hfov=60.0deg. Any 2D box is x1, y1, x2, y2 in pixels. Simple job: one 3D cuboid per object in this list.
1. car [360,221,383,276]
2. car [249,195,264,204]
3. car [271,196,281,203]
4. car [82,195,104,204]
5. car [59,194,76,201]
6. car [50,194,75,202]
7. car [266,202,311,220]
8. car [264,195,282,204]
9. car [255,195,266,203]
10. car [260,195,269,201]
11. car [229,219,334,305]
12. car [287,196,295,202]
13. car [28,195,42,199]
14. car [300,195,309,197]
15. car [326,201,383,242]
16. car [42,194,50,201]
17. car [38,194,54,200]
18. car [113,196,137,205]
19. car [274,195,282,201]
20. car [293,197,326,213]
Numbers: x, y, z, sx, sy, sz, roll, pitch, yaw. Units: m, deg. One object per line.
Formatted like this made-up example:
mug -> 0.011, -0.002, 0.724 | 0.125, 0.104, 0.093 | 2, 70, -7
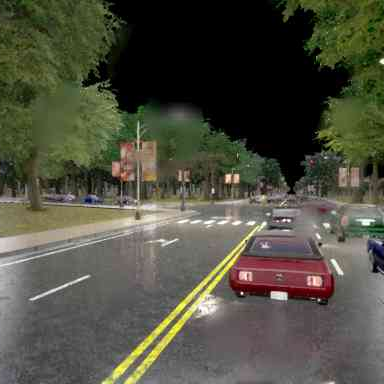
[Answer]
car -> 5.432, 1.601, 7.585 | 1.895, 1.301, 4.718 | 0, 0, 16
car -> 12.151, 1.553, 63.643 | 2.033, 1.411, 5.357 | 0, 0, 18
car -> 18.267, 1.603, 72.422 | 1.895, 1.301, 4.718 | 0, 0, 17
car -> -17.992, 1.302, 60.329 | 5.008, 1.535, 1.882 | 1, 1, 40
car -> -29.463, 1.259, 78.504 | 4.674, 1.442, 1.812 | 0, 0, 40
car -> -25.721, 1.303, 66.890 | 4.902, 1.511, 2.128 | 0, 0, 40
car -> 4.873, 1.505, 17.057 | 1.837, 1.490, 4.892 | 0, 0, 17
car -> 15.228, 1.553, 62.609 | 2.033, 1.411, 5.357 | 0, 0, 18
car -> 15.073, 1.486, 73.094 | 1.882, 1.535, 5.008 | 0, 0, 17
car -> 18.069, 1.534, 82.912 | 1.812, 1.442, 4.674 | 0, 0, 17
car -> 2.222, 1.601, 8.185 | 1.895, 1.301, 4.718 | 0, 0, 17
car -> 23.167, 1.604, 77.344 | 1.895, 1.301, 4.718 | 0, 0, 17
car -> -39.304, 1.295, 82.508 | 4.718, 1.301, 1.895 | 0, 0, 40
car -> 30.400, 1.519, 89.918 | 1.837, 1.490, 4.892 | 0, 0, 17
car -> 8.010, 1.352, 16.197 | 2.097, 1.767, 4.553 | 0, 0, 17
car -> -31.320, 1.262, 75.820 | 4.902, 1.511, 2.128 | 0, 0, 40
car -> -37.337, 1.223, 85.100 | 4.674, 1.442, 1.812 | 0, 0, 40
car -> -10.803, 1.362, 54.270 | 4.902, 1.511, 2.128 | 0, 0, 40
car -> 21.292, 1.488, 82.341 | 1.882, 1.535, 5.008 | 0, 0, 17
car -> 13.248, 1.559, 34.115 | 4.674, 1.442, 1.812 | 0, 0, 40
